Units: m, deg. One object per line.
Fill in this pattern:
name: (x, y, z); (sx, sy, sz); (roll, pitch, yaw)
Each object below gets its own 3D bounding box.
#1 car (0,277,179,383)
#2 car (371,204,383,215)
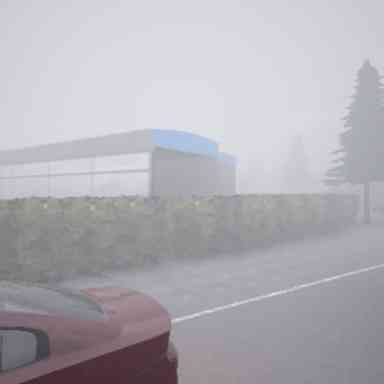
car: (-2.456, 1.479, 2.257); (5.008, 1.535, 1.882); (0, 0, -36)
car: (19.479, 1.484, 31.468); (1.812, 1.442, 4.674); (0, 0, -33)
